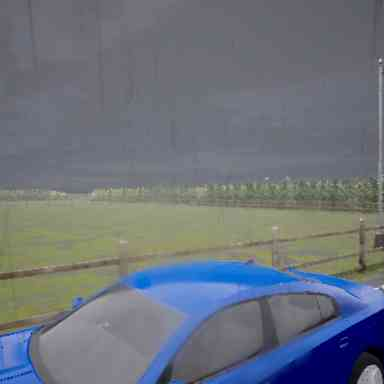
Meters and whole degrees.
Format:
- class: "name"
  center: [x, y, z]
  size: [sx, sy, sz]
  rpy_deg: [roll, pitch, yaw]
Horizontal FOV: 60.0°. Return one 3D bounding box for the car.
- class: "car"
  center: [-0.062, 1.477, 3.027]
  size: [5.008, 1.535, 1.882]
  rpy_deg: [0, 0, -35]
